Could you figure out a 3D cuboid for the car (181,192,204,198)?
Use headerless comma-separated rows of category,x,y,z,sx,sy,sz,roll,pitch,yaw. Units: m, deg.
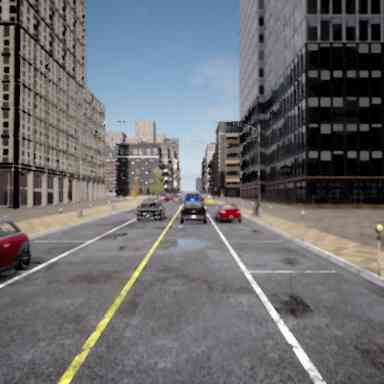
car,0.089,1.092,42.298,2.150,2.045,5.566,0,0,0

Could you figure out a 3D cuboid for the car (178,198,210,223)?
car,0.094,1.426,24.899,1.837,1.490,4.892,0,0,0

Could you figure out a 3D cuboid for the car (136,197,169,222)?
car,-3.103,1.425,25.752,1.837,1.490,4.892,0,0,0

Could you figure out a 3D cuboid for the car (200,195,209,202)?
car,2.685,1.303,73.571,1.752,1.417,4.829,1,0,0

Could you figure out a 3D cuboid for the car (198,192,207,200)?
car,2.758,1.046,89.715,2.192,1.841,5.009,1,0,0

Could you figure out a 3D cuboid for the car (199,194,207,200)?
car,2.682,1.312,84.280,1.947,1.339,4.313,1,0,0

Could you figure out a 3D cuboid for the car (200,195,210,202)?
car,2.686,1.338,67.961,1.887,1.381,4.507,1,0,0

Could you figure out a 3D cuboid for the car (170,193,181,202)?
car,-3.019,1.311,67.996,1.812,1.442,4.674,0,0,0

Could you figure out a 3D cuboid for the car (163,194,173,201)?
car,-5.697,1.307,78.820,1.887,1.381,4.507,1,0,0

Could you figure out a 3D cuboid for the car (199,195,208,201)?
car,2.683,1.328,78.841,1.947,1.339,4.313,1,0,0

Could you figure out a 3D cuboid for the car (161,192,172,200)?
car,-5.690,1.109,67.927,2.192,1.841,5.009,1,0,0

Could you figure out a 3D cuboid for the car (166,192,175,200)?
car,-5.768,1.046,89.707,2.192,1.841,5.009,1,0,0

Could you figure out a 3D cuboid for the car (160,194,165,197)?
car,-5.690,1.387,51.591,1.887,1.381,4.507,1,0,0

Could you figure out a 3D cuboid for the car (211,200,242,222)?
car,2.697,1.505,24.870,1.802,1.307,4.206,1,0,0

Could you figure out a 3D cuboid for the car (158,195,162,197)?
car,-5.689,1.424,46.145,1.947,1.339,4.313,1,0,0

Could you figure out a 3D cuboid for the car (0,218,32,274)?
car,-5.644,1.415,8.009,1.967,1.590,4.097,1,0,0

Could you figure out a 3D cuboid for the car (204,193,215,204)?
car,2.691,1.367,51.812,1.752,1.417,4.829,1,0,0
